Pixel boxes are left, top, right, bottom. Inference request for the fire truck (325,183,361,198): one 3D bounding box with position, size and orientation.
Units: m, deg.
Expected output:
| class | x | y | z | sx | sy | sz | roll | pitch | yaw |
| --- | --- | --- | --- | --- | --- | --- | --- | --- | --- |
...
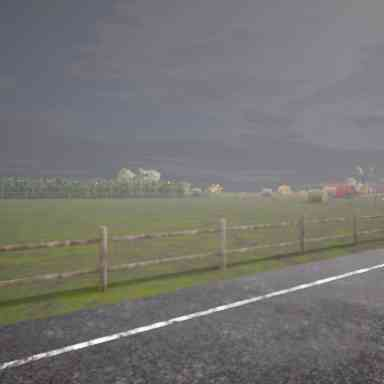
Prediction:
| class | x | y | z | sx | sy | sz | roll | pitch | yaw |
| --- | --- | --- | --- | --- | --- | --- | --- | --- | --- |
| fire truck | 39.015 | -0.349 | 86.336 | 2.891 | 3.827 | 8.468 | 1 | 0 | -32 |
